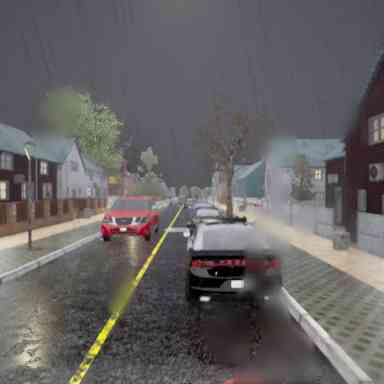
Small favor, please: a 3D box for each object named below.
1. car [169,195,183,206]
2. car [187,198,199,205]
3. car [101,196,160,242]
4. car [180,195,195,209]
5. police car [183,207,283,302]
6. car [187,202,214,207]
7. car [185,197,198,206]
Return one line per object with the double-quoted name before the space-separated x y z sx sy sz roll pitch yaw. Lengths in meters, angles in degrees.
"car" -2.948 1.655 58.286 1.812 1.442 4.674 0 0 0
"car" 0.774 1.475 24.324 1.882 1.535 5.008 0 0 0
"car" -2.886 1.212 16.708 2.150 2.045 5.566 0 0 0
"car" -0.074 1.549 44.909 2.128 1.511 4.902 0 0 1
"police car" 0.807 1.418 8.432 1.930 1.638 5.238 0 0 0
"car" 0.786 1.517 18.323 1.812 1.442 4.674 0 0 0
"car" -0.122 1.620 58.096 2.128 1.511 4.902 0 0 0
